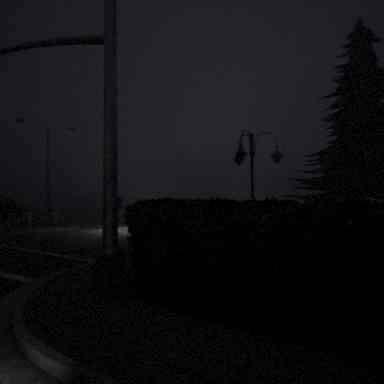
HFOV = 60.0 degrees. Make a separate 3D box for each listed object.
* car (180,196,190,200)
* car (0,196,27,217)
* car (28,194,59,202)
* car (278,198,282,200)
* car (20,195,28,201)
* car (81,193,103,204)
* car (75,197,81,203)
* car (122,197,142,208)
[{"bbox_3d":[-1.450,1.394,48.328,1.845,1.501,3.633,0,0,35],"label":"car"},{"bbox_3d":[-16.287,1.359,26.936,2.007,1.523,4.514,0,0,35],"label":"car"},{"bbox_3d":[-29.771,1.196,67.651,2.152,1.636,5.027,0,0,35],"label":"car"},{"bbox_3d":[10.688,1.504,41.395,2.128,1.511,4.902,0,0,35],"label":"car"},{"bbox_3d":[-35.227,1.279,71.045,1.970,1.475,3.806,0,0,35],"label":"car"},{"bbox_3d":[-16.638,1.130,59.038,1.932,1.855,4.605,0,0,35],"label":"car"},{"bbox_3d":[-19.260,1.111,60.356,1.905,1.878,3.866,0,0,35],"label":"car"},{"bbox_3d":[-8.129,1.406,43.931,1.970,1.475,3.806,0,0,35],"label":"car"}]
